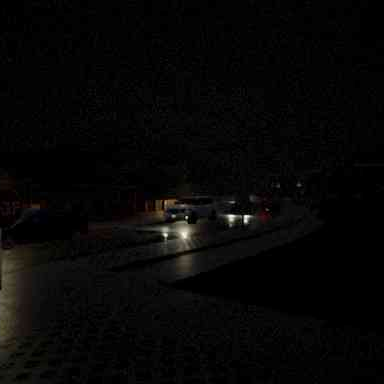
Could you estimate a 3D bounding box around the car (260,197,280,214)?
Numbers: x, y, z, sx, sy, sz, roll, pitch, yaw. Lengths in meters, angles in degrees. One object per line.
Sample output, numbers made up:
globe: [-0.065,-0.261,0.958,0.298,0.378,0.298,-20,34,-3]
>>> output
car: [8.924,1.665,38.310,1.837,1.490,4.892,0,0,18]

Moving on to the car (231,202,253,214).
car: [5.757,1.636,38.095,1.882,1.535,5.008,0,0,19]

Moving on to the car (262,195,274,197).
car: [12.748,1.447,56.152,2.150,2.045,5.566,0,0,6]

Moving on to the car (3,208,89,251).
car: [-6.952,1.523,14.665,1.882,1.535,5.008,0,0,35]

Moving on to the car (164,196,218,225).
car: [0.067,1.321,25.462,2.150,2.045,5.566,0,0,29]
